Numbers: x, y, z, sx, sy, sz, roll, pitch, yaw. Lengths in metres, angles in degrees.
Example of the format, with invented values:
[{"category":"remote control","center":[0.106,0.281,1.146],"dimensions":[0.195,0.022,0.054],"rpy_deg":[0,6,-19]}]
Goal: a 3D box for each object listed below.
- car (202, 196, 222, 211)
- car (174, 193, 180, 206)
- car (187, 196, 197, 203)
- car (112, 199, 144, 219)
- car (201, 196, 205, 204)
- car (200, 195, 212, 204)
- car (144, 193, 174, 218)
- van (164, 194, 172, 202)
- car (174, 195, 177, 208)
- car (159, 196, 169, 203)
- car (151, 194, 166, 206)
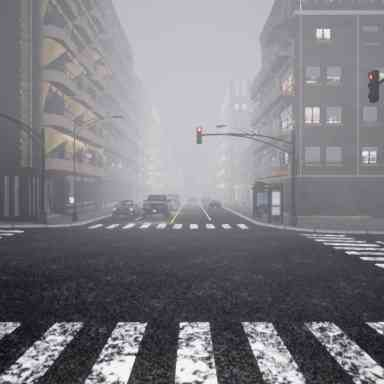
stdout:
[{"category":"car","center":[2.657,1.548,40.419],"dimensions":[2.008,1.369,4.403],"rpy_deg":[0,0,0]},{"category":"car","center":[-3.122,1.219,53.725],"dimensions":[2.150,2.045,5.566],"rpy_deg":[0,0,0]},{"category":"car","center":[0.046,1.561,69.642],"dimensions":[1.994,1.385,4.181],"rpy_deg":[0,0,0]},{"category":"car","center":[-5.715,1.438,29.140],"dimensions":[1.967,1.590,4.097],"rpy_deg":[0,0,0]},{"category":"car","center":[2.653,1.542,46.057],"dimensions":[1.887,1.381,4.507],"rpy_deg":[0,0,0]},{"category":"car","center":[2.640,1.437,62.974],"dimensions":[1.967,1.590,4.097],"rpy_deg":[0,0,0]},{"category":"car","center":[-3.123,1.219,30.342],"dimensions":[2.150,2.045,5.566],"rpy_deg":[0,0,0]},{"category":"van","center":[-5.753,1.337,79.889],"dimensions":[1.690,1.788,3.998],"rpy_deg":[0,0,0]},{"category":"car","center":[-3.128,1.502,40.456],"dimensions":[1.837,1.490,4.892],"rpy_deg":[0,0,0]},{"category":"car","center":[-5.744,1.522,68.441],"dimensions":[1.752,1.417,4.829],"rpy_deg":[0,0,0]},{"category":"car","center":[-5.737,1.312,57.333],"dimensions":[2.192,1.841,5.009],"rpy_deg":[0,0,0]}]
